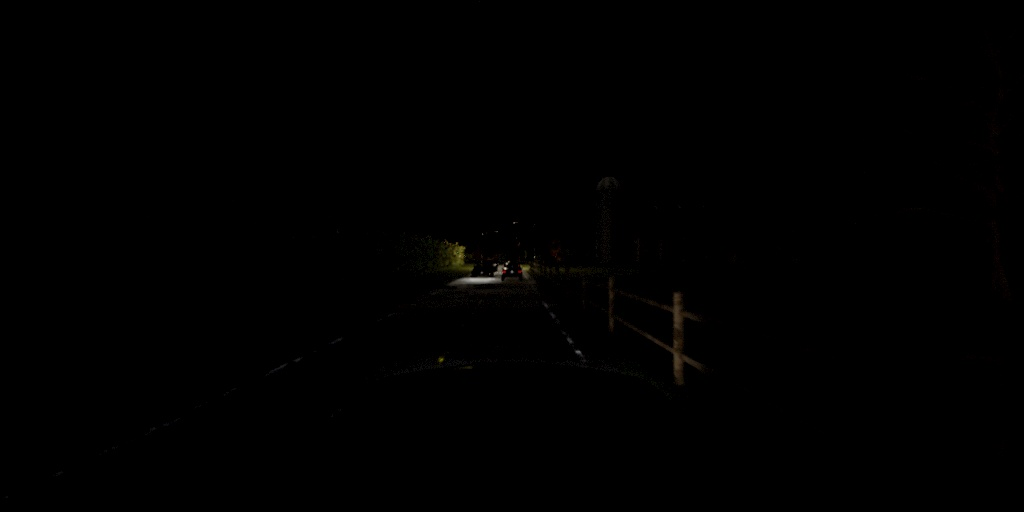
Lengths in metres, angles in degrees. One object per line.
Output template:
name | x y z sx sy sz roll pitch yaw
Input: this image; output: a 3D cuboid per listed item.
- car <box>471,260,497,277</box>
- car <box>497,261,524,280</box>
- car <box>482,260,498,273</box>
car | -2.757 1.331 34.841 1.994 1.385 4.181 0 0 0
car | 0.009 1.310 31.031 2.033 1.411 5.357 0 0 0
car | -2.778 1.320 46.713 1.837 1.490 4.892 0 0 0
